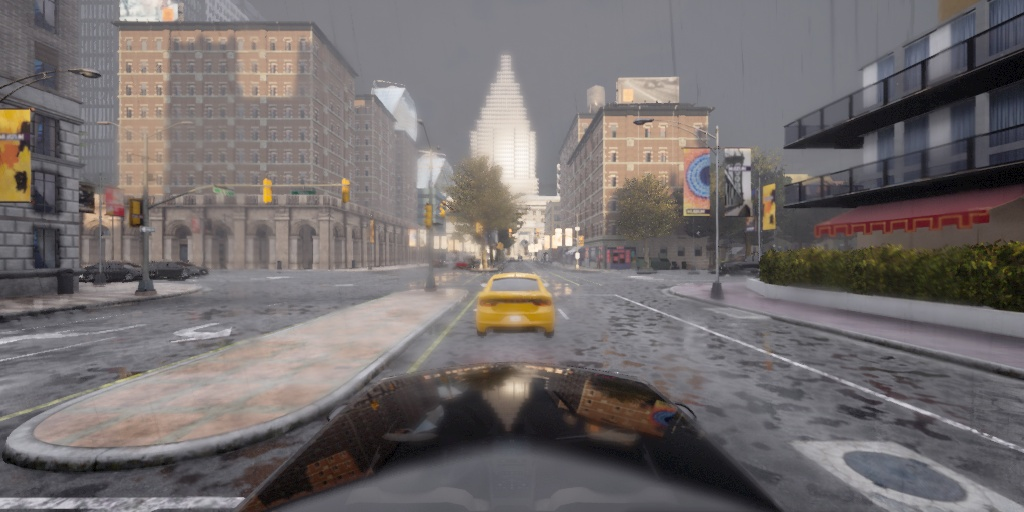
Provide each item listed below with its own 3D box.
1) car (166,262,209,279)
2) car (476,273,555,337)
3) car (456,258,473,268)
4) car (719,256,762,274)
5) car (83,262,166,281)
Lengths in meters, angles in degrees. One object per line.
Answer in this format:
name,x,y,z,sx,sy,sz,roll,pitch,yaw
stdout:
car,-30.212,1.252,32.388,4.892,1.490,1.837,0,0,0
car,0.093,1.227,10.374,1.882,1.535,5.008,0,0,0
car,-7.999,1.346,59.114,1.895,1.301,4.718,0,0,0
car,26.005,0.968,39.721,5.566,2.045,2.150,0,0,0
car,-31.385,1.252,28.883,4.892,1.490,1.837,0,0,0
